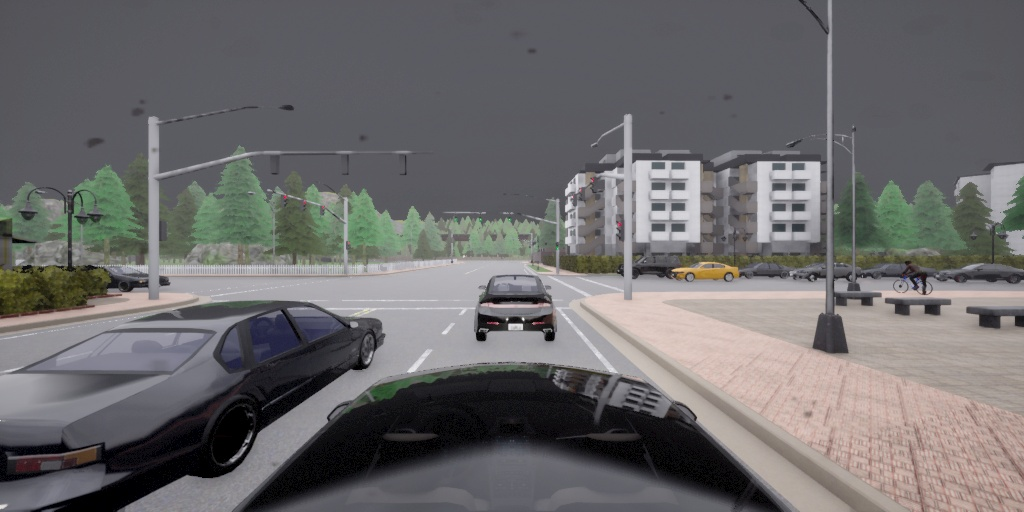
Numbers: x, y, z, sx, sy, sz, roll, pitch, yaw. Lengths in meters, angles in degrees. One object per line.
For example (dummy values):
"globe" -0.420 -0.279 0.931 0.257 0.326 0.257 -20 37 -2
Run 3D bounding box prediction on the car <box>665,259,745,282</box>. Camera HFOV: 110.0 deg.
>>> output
"car" 15.299 1.228 28.556 5.008 1.535 1.882 0 0 -2

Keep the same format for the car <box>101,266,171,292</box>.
"car" -22.973 1.297 20.521 5.357 1.411 2.033 0 0 -1

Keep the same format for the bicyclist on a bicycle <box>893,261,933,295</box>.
"bicyclist on a bicycle" 19.392 1.051 17.382 0.582 1.620 1.656 0 0 -3

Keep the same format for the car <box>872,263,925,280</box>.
"car" 32.841 1.297 30.954 5.357 1.411 2.033 0 0 13

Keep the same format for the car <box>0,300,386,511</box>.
"car" -3.444 1.297 4.667 2.033 1.411 5.357 0 0 1

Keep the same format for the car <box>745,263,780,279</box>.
"car" 22.462 1.297 32.172 5.357 1.411 2.033 0 0 1

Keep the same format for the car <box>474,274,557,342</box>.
"car" 0.085 1.242 9.769 2.128 1.511 4.902 0 0 0

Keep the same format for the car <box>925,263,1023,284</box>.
"car" 34.773 1.276 26.717 4.674 1.442 1.812 0 0 17

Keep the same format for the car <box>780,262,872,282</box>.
"car" 24.793 1.242 28.477 4.902 1.511 2.128 0 0 4

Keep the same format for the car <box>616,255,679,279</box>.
"car" 12.217 0.971 31.964 5.566 2.045 2.150 0 0 -2
